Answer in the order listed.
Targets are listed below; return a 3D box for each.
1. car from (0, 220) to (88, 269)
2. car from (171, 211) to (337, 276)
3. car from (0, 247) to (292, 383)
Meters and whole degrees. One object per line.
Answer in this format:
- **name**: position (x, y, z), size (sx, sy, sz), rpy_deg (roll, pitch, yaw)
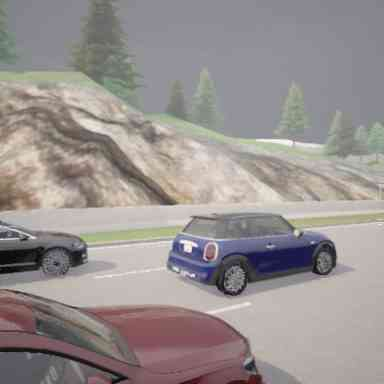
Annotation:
- **car**: position (-5.160, 1.425, 8.359), size (4.902, 1.511, 2.128), rpy_deg (0, 0, -34)
- **car**: position (1.691, 1.288, 8.654), size (4.553, 1.767, 2.097), rpy_deg (0, 1, -33)
- **car**: position (-1.521, 1.506, 2.391), size (4.674, 1.442, 1.812), rpy_deg (0, 0, -35)
